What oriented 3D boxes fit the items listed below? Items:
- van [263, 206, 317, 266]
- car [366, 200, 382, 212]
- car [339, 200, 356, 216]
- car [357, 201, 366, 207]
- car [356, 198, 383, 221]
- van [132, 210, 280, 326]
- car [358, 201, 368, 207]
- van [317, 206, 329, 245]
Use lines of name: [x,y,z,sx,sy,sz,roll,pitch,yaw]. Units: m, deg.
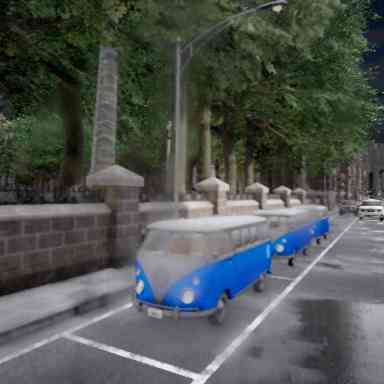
van: [3.190,1.505,12.010,1.690,1.788,3.998,0,-1,29]
car: [29.629,2.287,54.156,2.097,1.767,4.553,1,-1,29]
car: [19.661,1.994,41.691,2.192,1.841,5.009,1,-1,29]
car: [40.770,2.825,79.738,1.752,1.417,4.829,1,-1,29]
car: [18.607,1.824,34.487,2.150,2.045,5.566,1,-1,29]
van: [0.445,1.416,7.063,1.690,1.788,3.998,0,-1,29]
car: [43.496,2.932,84.652,2.008,1.369,4.403,1,-1,29]
van: [5.935,1.593,16.957,1.690,1.788,3.998,0,-1,29]
